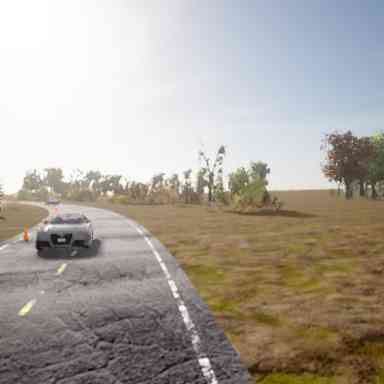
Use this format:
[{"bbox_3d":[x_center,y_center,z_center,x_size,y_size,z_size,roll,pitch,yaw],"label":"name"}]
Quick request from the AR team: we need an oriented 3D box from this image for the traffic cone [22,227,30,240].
[{"bbox_3d":[-8.063,2.020,16.161,0.340,0.580,0.340,0,0,-14],"label":"traffic cone"}]

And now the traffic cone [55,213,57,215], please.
[{"bbox_3d":[-10.779,2.058,25.597,0.340,0.580,0.340,0,0,-18],"label":"traffic cone"}]

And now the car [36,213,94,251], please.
[{"bbox_3d":[-5.345,1.621,14.411,1.994,1.385,4.181,0,0,-13],"label":"car"}]

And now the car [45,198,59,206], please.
[{"bbox_3d":[-26.564,1.808,63.212,1.812,1.442,4.674,0,0,-34],"label":"car"}]
